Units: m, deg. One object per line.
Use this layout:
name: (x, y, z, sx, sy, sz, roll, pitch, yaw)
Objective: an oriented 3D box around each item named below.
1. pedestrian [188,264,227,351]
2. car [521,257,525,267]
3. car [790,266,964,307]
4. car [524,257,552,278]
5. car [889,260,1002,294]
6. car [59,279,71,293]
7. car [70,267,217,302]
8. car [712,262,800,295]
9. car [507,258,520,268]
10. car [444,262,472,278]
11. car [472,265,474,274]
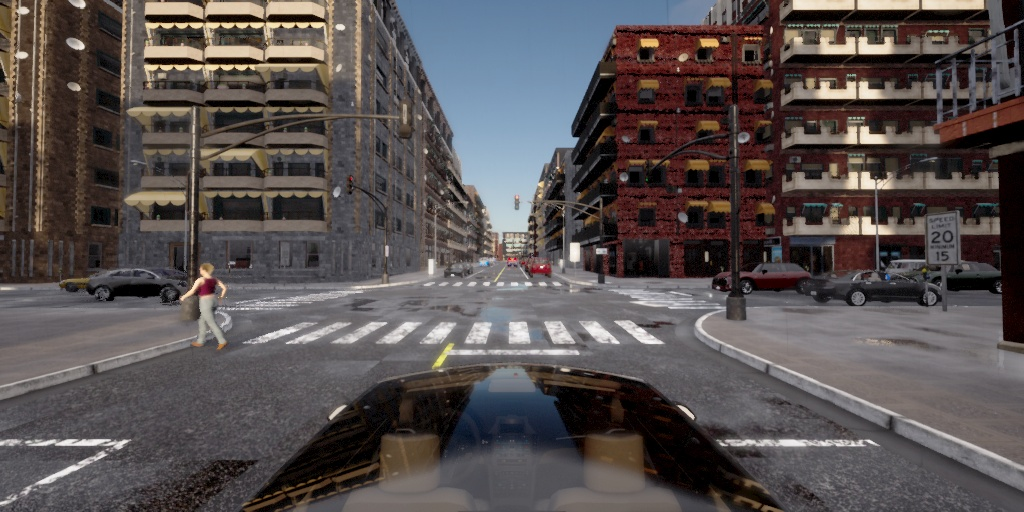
pedestrian: (-6.536, 1.048, 7.691, 0.375, 1.860, 0.375, 1, -1, 0)
car: (2.617, 1.087, 45.176, 2.192, 1.841, 5.009, 0, 0, 0)
car: (13.759, 1.186, 13.747, 4.403, 1.370, 2.007, 0, 0, 0)
car: (2.604, 1.078, 34.053, 2.192, 1.841, 5.009, 0, 0, 0)
car: (23.085, 1.080, 19.145, 4.553, 1.767, 2.097, 0, -1, 0)
car: (-24.420, 1.436, 21.762, 4.829, 1.417, 1.751, 0, 0, 0)
car: (-16.294, 1.266, 16.370, 4.902, 1.511, 2.128, 0, -1, 0)
car: (13.236, 1.102, 19.159, 4.553, 1.767, 2.097, 0, -1, -1)
car: (0.072, 1.425, 63.670, 1.895, 1.301, 4.718, 0, 0, 0)
car: (-5.277, 1.329, 34.017, 1.948, 1.339, 4.313, 0, 0, 0)
car: (-5.271, 1.332, 39.578, 1.948, 1.339, 4.313, 0, 0, 0)
